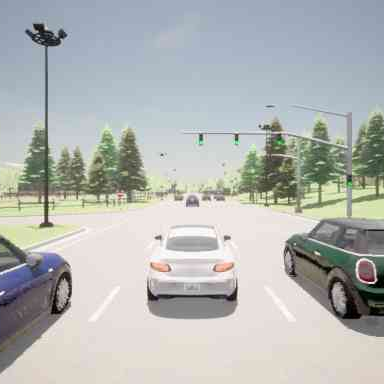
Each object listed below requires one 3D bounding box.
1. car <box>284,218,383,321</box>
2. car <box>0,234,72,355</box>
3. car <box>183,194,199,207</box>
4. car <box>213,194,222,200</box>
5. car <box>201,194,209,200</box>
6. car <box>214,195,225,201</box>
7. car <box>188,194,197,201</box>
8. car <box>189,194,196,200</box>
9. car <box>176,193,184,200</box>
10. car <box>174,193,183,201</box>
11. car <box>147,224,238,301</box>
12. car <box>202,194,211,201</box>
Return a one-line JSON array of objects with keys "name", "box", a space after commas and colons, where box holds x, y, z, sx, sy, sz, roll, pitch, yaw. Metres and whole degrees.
[{"name": "car", "box": [3.611, 1.352, 7.446, 2.097, 1.767, 4.553, 0, 0, 0]}, {"name": "car", "box": [-3.394, 1.352, 4.678, 2.097, 1.767, 4.553, 0, 0, 0]}, {"name": "car", "box": [0.078, 1.352, 52.083, 2.097, 1.767, 4.553, 0, 0, 0]}, {"name": "car", "box": [7.140, 1.385, 93.135, 1.994, 1.385, 4.181, 0, 0, 0]}, {"name": "car", "box": [3.640, 1.372, 93.140, 2.033, 1.411, 5.357, 0, 0, 0]}, {"name": "car", "box": [7.124, 1.517, 82.715, 2.128, 1.511, 4.902, 0, 0, 0]}, {"name": "car", "box": [0.125, 1.347, 83.112, 2.097, 1.767, 4.553, 0, 0, 0]}, {"name": "car", "box": [0.140, 1.332, 93.146, 1.837, 1.490, 4.892, 0, 0, 0]}, {"name": "car", "box": [-3.360, 1.187, 93.121, 2.097, 1.767, 4.553, 0, 0, 0]}, {"name": "car", "box": [-3.375, 1.544, 83.114, 1.994, 1.385, 4.181, 0, 0, 0]}, {"name": "car", "box": [0.019, 1.526, 8.210, 1.812, 1.442, 4.674, 0, 0, 0]}, {"name": "car", "box": [3.625, 1.347, 83.107, 2.097, 1.767, 4.553, 0, 0, 0]}]
